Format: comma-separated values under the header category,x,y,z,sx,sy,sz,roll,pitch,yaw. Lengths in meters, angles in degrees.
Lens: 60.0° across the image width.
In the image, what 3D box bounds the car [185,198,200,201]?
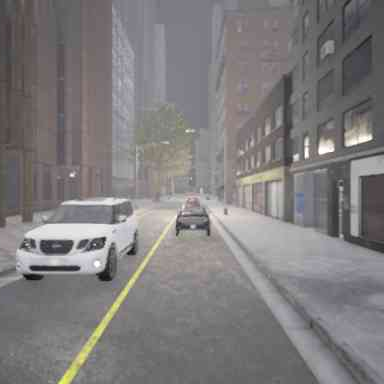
category,x,y,z,sx,sy,sz,roll,pitch,yaw
car,0.113,1.462,43.714,1.812,1.442,4.674,0,0,0

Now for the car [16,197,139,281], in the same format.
category,x,y,z,sx,sy,sz,roll,pitch,yaw
car,-3.042,1.212,10.211,2.150,2.045,5.566,0,0,1

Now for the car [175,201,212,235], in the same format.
category,x,y,z,sx,sy,sz,roll,pitch,yaw
car,0.071,1.476,18.664,2.128,1.511,4.902,0,0,0
